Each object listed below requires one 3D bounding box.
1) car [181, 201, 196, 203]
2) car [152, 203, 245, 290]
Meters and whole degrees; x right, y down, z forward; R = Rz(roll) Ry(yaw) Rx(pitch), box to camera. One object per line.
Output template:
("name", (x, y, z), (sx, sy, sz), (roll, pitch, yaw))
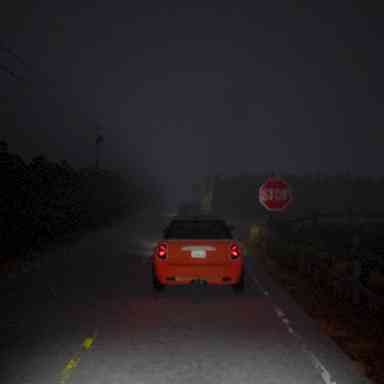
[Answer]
("car", (-0.323, 1.520, 30.129), (1.882, 1.535, 5.008), (0, 0, -3))
("car", (0.143, 1.366, 9.318), (2.097, 1.767, 4.553), (0, 0, 0))
